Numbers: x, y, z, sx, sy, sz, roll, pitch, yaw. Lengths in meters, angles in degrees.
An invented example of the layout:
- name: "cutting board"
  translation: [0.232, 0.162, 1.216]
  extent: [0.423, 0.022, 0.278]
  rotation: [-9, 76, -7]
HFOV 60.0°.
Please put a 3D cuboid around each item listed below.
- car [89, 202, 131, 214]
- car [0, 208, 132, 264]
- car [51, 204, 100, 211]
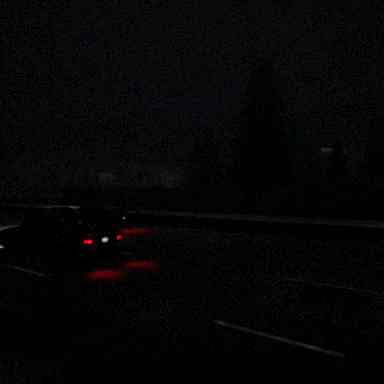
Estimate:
- name: "car"
  translation: [-6.045, 1.393, 21.195]
  extent: [5.008, 1.535, 1.882]
  rotation: [0, 0, 36]
- name: "car"
  translation: [-4.696, 1.496, 11.620]
  extent: [5.357, 1.411, 2.033]
  rotation: [0, 0, 36]
- name: "car"
  translation: [-7.191, 1.485, 17.711]
  extent: [4.181, 1.385, 1.994]
  rotation: [0, 0, 36]
